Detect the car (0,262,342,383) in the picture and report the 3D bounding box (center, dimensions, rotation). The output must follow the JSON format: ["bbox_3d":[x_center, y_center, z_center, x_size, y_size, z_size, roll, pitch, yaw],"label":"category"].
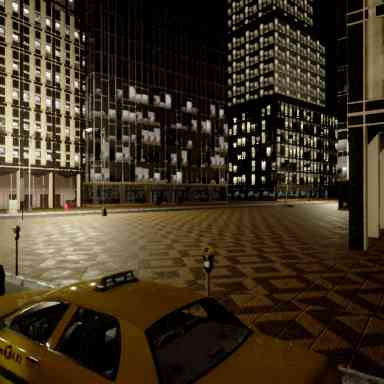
[{"bbox_3d":[-0.982,1.525,3.575,4.829,1.417,1.752,0,0,35],"label":"car"}]
